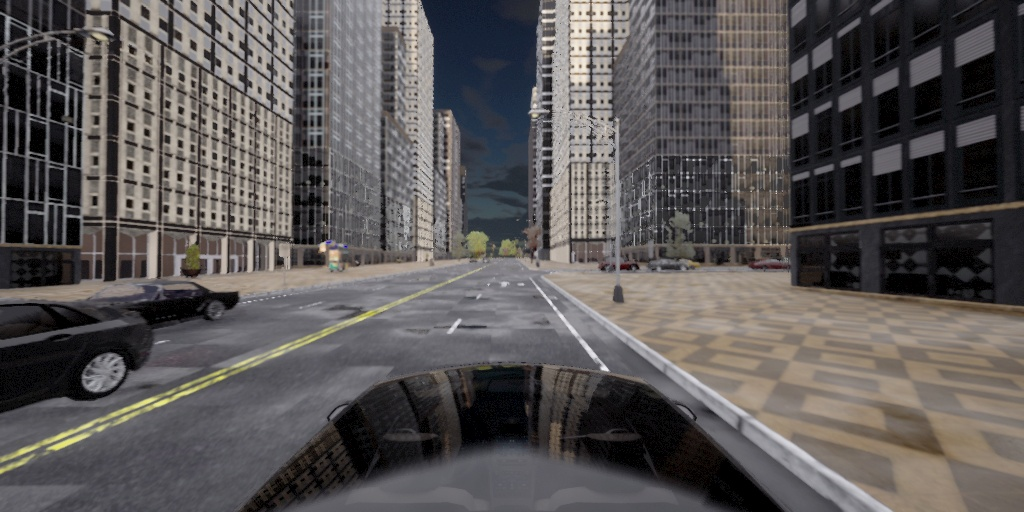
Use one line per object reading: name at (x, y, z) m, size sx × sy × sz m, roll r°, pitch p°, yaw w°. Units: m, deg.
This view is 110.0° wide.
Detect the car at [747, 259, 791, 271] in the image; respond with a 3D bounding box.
car at (27.818, 0.926, 38.650) m, size 4.207 × 1.307 × 1.802 m, roll 0°, pitch 0°, yaw -1°

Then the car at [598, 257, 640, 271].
car at (12.253, 0.885, 41.157) m, size 4.553 × 1.767 × 2.097 m, roll -1°, pitch -1°, yaw -1°

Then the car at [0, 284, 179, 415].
car at (-6.600, 1.255, 3.628) m, size 1.837 × 1.490 × 4.892 m, roll 0°, pitch 0°, yaw 0°

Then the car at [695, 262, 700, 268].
car at (21.984, 1.051, 46.956) m, size 4.829 × 1.417 × 1.751 m, roll 0°, pitch 0°, yaw -1°

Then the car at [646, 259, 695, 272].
car at (16.700, 1.000, 38.509) m, size 4.403 × 1.370 × 2.007 m, roll 0°, pitch 0°, yaw -1°

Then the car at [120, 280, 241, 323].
car at (-9.846, 1.345, 9.505) m, size 1.895 × 1.301 × 4.718 m, roll 0°, pitch 0°, yaw 0°
